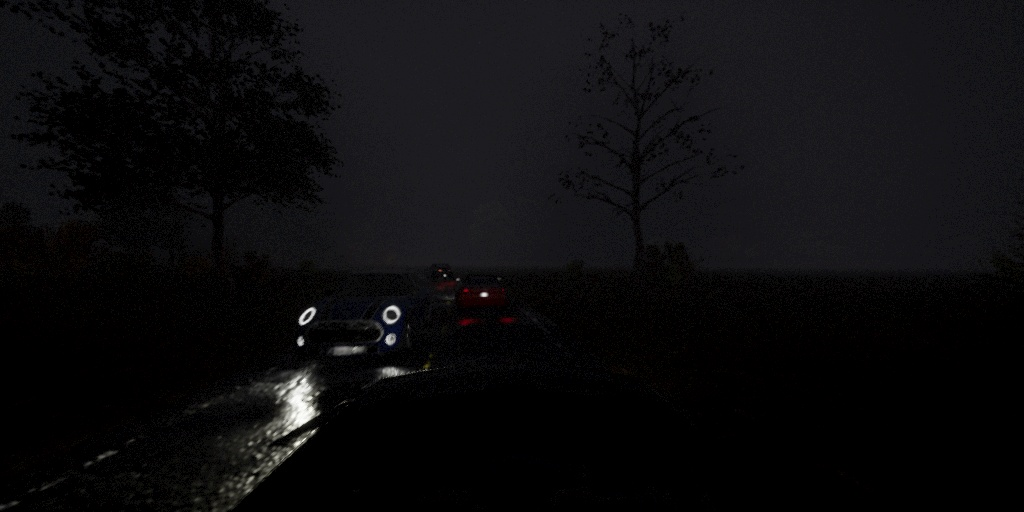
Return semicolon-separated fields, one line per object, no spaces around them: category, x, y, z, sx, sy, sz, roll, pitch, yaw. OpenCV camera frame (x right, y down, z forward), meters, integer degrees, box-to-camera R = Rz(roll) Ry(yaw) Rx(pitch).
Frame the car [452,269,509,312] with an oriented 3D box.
car;-1.349;1.373;14.831;1.994;1.385;4.181;0;0;-10

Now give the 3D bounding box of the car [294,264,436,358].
car;-3.289;1.147;8.791;2.097;1.767;4.553;0;0;-5

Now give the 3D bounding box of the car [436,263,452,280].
car;-6.502;1.386;32.085;1.837;1.490;4.892;0;0;-22
